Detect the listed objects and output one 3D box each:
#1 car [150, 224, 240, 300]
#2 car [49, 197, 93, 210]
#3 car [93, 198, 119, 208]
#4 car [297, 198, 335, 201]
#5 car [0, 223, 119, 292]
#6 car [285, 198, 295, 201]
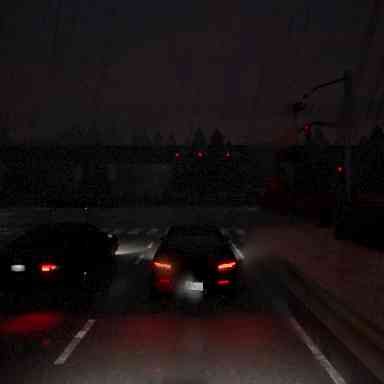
[{"bbox_3d":[0.064,1.526,8.251,1.812,1.442,4.674,0,0,0],"label":"car"},{"bbox_3d":[-16.077,1.477,43.534,5.008,1.535,1.882,0,0,0],"label":"car"},{"bbox_3d":[-12.433,1.564,47.017,4.181,1.385,1.994,0,0,0],"label":"car"},{"bbox_3d":[16.877,1.491,43.379,4.902,1.511,2.128,0,0,0],"label":"car"},{"bbox_3d":[-3.429,1.547,9.069,2.033,1.411,5.357,0,0,0],"label":"car"},{"bbox_3d":[14.075,1.526,46.891,4.674,1.442,1.812,0,0,2],"label":"car"}]
